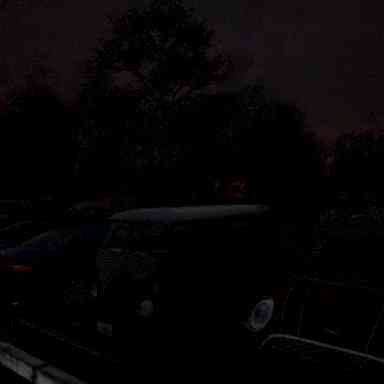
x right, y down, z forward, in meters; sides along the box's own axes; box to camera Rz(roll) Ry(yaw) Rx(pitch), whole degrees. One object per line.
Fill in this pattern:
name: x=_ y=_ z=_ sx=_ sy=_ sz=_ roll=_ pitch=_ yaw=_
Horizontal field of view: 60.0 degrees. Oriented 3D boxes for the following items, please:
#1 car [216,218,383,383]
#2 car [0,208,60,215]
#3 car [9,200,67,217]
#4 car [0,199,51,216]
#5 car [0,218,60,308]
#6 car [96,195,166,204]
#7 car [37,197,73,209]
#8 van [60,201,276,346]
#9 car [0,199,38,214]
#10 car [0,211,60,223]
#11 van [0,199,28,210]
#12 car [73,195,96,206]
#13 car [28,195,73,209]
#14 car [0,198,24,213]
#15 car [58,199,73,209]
car: x=2.486 y=1.350 z=4.780 sx=2.185 sy=1.767 sz=4.553 roll=0 pitch=0 yaw=35
car: x=-6.720 y=1.519 z=11.181 sx=2.163 sy=1.488 sz=4.792 roll=0 pitch=0 yaw=35
car: x=-15.336 y=1.561 z=33.301 sx=2.163 sy=1.488 sz=4.792 roll=0 pitch=0 yaw=35
car: x=-17.647 y=1.573 z=34.855 sx=2.163 sy=1.488 sz=4.792 roll=0 pitch=0 yaw=35
car: x=-2.120 y=1.482 z=7.975 sx=2.097 sy=1.535 sz=5.008 roll=0 pitch=0 yaw=35
car: x=-4.081 y=1.246 z=25.316 sx=2.435 sy=2.045 sz=5.566 roll=0 pitch=0 yaw=35
car: x=-10.800 y=1.513 z=30.069 sx=2.097 sy=1.535 sz=5.008 roll=0 pitch=0 yaw=35
van: x=0.108 y=1.253 z=6.272 sx=1.878 sy=1.987 sz=4.442 roll=0 pitch=0 yaw=35
car: x=-19.912 y=1.555 z=36.477 sx=2.097 sy=1.535 sz=5.008 roll=0 pitch=0 yaw=35
car: x=-4.427 y=1.515 z=9.568 sx=2.163 sy=1.488 sz=4.792 roll=0 pitch=0 yaw=35
van: x=-9.064 y=1.266 z=12.722 sx=1.878 sy=1.987 sz=4.442 roll=0 pitch=0 yaw=35
car: x=-6.259 y=1.249 z=26.847 sx=2.435 sy=2.045 sz=5.566 roll=0 pitch=0 yaw=35
car: x=-13.093 y=1.270 z=31.654 sx=2.435 sy=2.045 sz=5.566 roll=0 pitch=0 yaw=35
car: x=-22.294 y=1.565 z=37.933 sx=1.946 sy=1.575 sz=5.366 roll=0 pitch=0 yaw=35
car: x=-8.621 y=1.546 z=28.541 sx=2.002 sy=1.452 sz=4.674 roll=0 pitch=0 yaw=35
